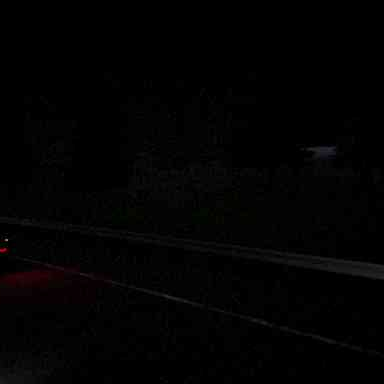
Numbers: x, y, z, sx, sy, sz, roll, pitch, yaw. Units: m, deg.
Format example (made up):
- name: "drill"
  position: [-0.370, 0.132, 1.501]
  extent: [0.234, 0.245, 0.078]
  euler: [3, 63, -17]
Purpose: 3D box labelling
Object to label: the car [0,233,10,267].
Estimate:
- name: "car"
  position: [-7.072, 1.439, 9.749]
  extent: [4.674, 1.442, 1.812]
  euler: [0, 1, 37]
